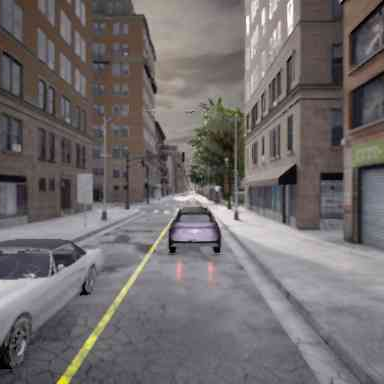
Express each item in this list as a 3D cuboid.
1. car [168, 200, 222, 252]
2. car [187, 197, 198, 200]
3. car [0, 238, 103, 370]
[{"bbox_3d":[0.098,1.353,13.513,2.033,1.649,4.856,0,1,0],"label":"car"},{"bbox_3d":[0.025,1.278,30.428,1.801,1.575,5.366,0,0,-2],"label":"car"},{"bbox_3d":[-3.072,1.567,5.767,1.895,1.301,4.718,0,0,0],"label":"car"}]
